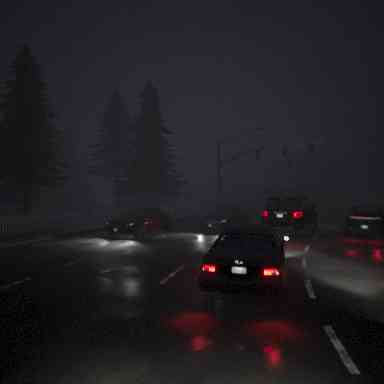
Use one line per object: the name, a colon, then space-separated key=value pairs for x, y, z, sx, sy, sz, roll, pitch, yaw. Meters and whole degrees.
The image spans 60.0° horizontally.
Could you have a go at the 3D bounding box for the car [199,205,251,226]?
car: x=2.151 y=1.548 z=20.099 sx=1.812 sy=1.442 sz=4.674 roll=0 pitch=0 yaw=30

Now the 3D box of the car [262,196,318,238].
car: x=5.478 y=1.232 z=18.267 sx=2.150 sy=2.045 sz=5.566 roll=0 pitch=0 yaw=28

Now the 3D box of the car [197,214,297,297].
car: x=1.541 y=1.553 z=8.818 sx=2.033 sy=1.411 sz=5.357 roll=0 pitch=0 yaw=15

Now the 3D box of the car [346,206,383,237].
car: x=9.710 y=1.498 z=18.218 sx=2.128 sy=1.511 sz=4.902 roll=0 pitch=0 yaw=33

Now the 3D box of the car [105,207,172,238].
car: x=-2.707 y=1.536 z=18.048 sx=1.812 sy=1.442 sz=4.674 roll=0 pitch=0 yaw=25
